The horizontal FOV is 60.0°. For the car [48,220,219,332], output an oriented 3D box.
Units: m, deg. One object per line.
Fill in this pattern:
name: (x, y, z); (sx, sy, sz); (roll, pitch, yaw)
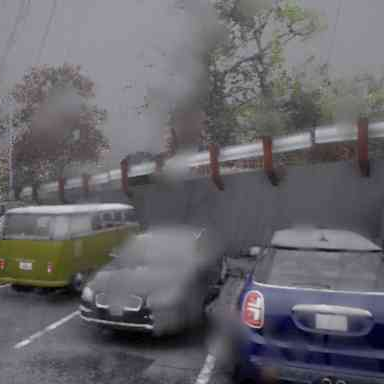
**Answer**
car: (-0.456, 1.522, 7.201); (2.231, 1.521, 4.892); (0, -1, 15)

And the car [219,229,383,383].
car: (1.979, 1.371, 5.415); (2.185, 1.767, 4.553); (0, -1, 16)

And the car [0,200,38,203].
car: (-7.845, 1.340, 12.427); (2.435, 2.045, 5.566); (0, -1, 15)

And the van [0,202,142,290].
van: (-2.897, 1.321, 9.064); (1.878, 1.987, 4.442); (0, -1, 15)
